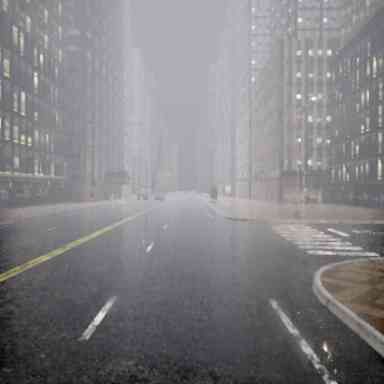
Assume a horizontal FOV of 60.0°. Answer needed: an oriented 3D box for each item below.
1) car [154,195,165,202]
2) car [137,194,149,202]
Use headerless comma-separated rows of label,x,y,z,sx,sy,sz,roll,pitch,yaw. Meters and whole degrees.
car,-6.567,1.229,67.071,2.033,1.411,5.357,0,0,0
car,-9.817,1.135,67.066,2.128,1.511,4.902,0,0,0
